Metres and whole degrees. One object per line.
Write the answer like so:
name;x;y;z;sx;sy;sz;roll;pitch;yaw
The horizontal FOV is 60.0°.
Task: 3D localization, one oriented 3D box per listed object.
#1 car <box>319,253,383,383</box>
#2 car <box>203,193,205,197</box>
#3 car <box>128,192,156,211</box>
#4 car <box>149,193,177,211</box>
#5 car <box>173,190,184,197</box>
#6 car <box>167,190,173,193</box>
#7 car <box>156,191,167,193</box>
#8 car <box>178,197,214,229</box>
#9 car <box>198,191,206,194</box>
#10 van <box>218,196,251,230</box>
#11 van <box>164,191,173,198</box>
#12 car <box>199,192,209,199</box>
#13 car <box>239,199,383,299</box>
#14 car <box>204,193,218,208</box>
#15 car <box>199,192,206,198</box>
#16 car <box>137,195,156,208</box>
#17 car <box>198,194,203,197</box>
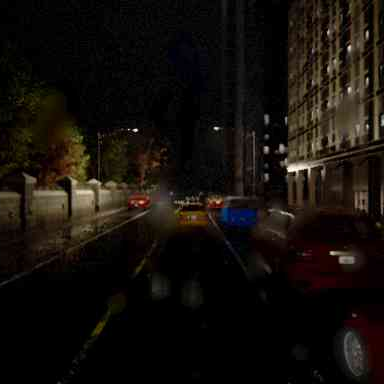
car;2.696;1.562;2.502;1.802;1.307;4.206;0;0;0
car;2.688;1.164;42.440;1.752;1.417;4.829;1;1;0
car;-5.689;1.007;36.627;2.192;1.841;5.009;1;1;0
car;-3.103;1.186;36.310;2.128;1.511;4.902;0;1;0
car;-3.017;0.607;77.004;1.837;1.490;4.892;0;1;0
car;-5.695;0.688;69.991;2.192;1.841;5.009;1;1;0
car;-5.692;0.849;53.674;2.192;1.841;5.009;1;1;0
car;0.095;1.292;19.986;1.801;1.575;5.366;0;0;0
car;2.682;0.956;69.937;1.802;1.307;4.206;1;1;0
van;2.695;1.181;19.544;1.690;1.788;3.998;1;0;0
van;-5.698;0.599;81.218;1.690;1.788;3.998;1;1;0
car;2.683;0.757;75.552;1.967;1.590;4.097;1;1;0
car;2.697;1.250;8.183;2.192;1.841;5.009;0;0;0
car;2.690;1.132;36.589;1.967;1.590;4.097;1;1;0
car;2.679;0.724;86.958;1.752;1.417;4.829;1;1;0
car;-5.692;1.167;42.140;1.752;1.417;4.829;1;1;0
car;0.091;1.243;42.138;1.895;1.301;4.718;0;1;0
